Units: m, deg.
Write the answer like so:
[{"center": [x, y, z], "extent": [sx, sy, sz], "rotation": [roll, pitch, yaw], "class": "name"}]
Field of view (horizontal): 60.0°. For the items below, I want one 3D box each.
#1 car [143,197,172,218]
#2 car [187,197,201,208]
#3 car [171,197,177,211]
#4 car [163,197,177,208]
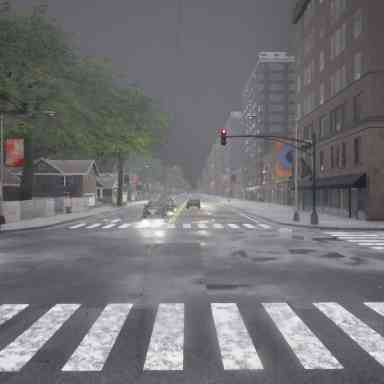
[{"center": [-3.263, 1.501, 30.175], "extent": [2.128, 1.511, 4.902], "rotation": [0, 0, 0], "class": "car"}, {"center": [0.228, 1.514, 48.240], "extent": [2.128, 1.511, 4.902], "rotation": [0, 0, 0], "class": "car"}, {"center": [-3.233, 1.368, 39.910], "extent": [2.097, 1.767, 4.553], "rotation": [0, 0, 0], "class": "car"}, {"center": [-3.200, 1.549, 49.867], "extent": [1.812, 1.442, 4.674], "rotation": [0, 0, 0], "class": "car"}]
